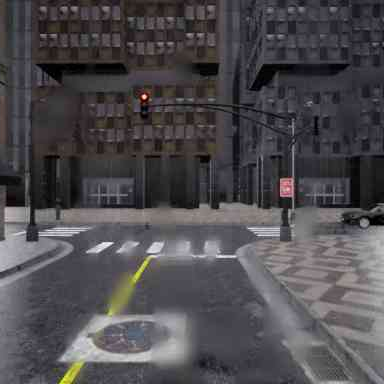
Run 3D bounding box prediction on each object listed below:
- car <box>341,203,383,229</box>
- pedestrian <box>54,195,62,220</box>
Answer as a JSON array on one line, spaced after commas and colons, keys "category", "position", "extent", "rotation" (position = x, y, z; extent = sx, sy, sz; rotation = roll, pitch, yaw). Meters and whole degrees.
[{"category": "car", "position": [12.056, 1.458, 21.021], "extent": [5.008, 1.535, 1.882], "rotation": [0, 0, 1]}, {"category": "pedestrian", "position": [-9.815, 1.152, 24.321], "extent": [0.375, 1.860, 0.375], "rotation": [0, 0, 1]}]
